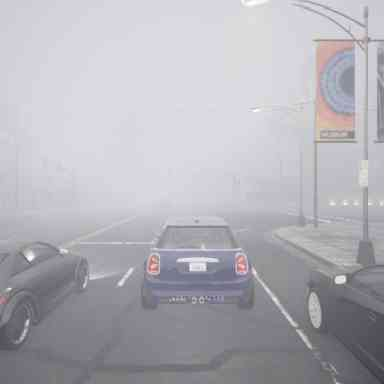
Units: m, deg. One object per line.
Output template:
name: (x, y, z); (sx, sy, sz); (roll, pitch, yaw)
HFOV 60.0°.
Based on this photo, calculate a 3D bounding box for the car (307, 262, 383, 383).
car: (2.901, 1.480, 3.734); (2.097, 1.535, 5.008); (0, 0, 0)

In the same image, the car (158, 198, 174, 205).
car: (-3.391, 1.547, 43.595); (2.033, 1.411, 5.357); (0, 0, 0)

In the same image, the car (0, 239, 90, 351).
car: (-3.399, 1.564, 6.199); (1.994, 1.385, 4.181); (0, 0, 0)

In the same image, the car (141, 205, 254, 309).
car: (0.101, 1.352, 8.018); (2.097, 1.767, 4.553); (0, 0, 0)
